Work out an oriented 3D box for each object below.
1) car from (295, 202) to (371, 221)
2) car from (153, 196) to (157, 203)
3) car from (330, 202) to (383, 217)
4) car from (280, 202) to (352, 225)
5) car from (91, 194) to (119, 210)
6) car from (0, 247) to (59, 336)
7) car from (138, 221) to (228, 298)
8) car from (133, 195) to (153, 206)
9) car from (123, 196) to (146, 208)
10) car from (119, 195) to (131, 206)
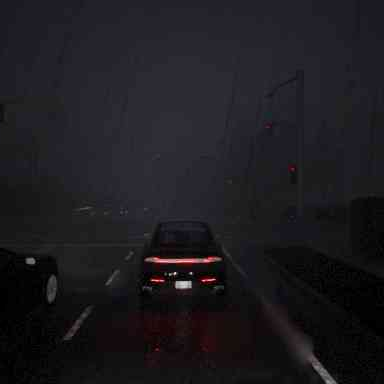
[{"bbox_3d":[11.396,1.547,27.232,5.357,1.411,2.033,0,0,0],"label":"car"},{"bbox_3d":[-8.262,1.525,68.946,1.812,1.442,4.674,0,0,-1],"label":"car"},{"bbox_3d":[15.468,1.601,30.696,4.718,1.301,1.895,0,0,0],"label":"car"},{"bbox_3d":[8.755,1.491,23.542,4.902,1.511,2.128,0,0,2],"label":"car"},{"bbox_3d":[-11.433,1.221,43.442,2.150,2.045,5.566,0,0,-2],"label":"car"},{"bbox_3d":[-3.612,1.478,4.875,1.882,1.535,5.008,0,0,-2],"label":"car"},{"bbox_3d":[-0.245,1.492,8.539,2.128,1.511,4.902,0,0,-2],"label":"car"},{"bbox_3d":[-8.117,1.563,55.437,1.994,1.385,4.181,0,0,-1],"label":"car"},{"bbox_3d":[-7.975,1.601,46.504,1.895,1.301,4.718,0,0,-1],"label":"car"},{"bbox_3d":[-11.585,1.505,53.269,1.837,1.490,4.892,0,0,-1],"label":"car"}]
